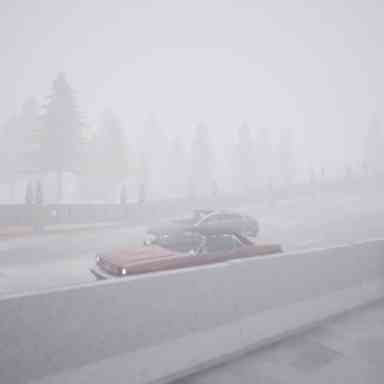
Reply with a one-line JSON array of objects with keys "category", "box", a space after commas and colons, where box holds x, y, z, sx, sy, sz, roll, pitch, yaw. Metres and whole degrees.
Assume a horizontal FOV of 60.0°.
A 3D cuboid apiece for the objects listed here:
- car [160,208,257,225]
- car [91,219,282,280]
[{"category": "car", "box": [0.493, 1.432, 12.917, 4.902, 1.511, 2.128, -2, 1, -35]}, {"category": "car", "box": [0.015, 1.600, 8.289, 4.718, 1.301, 1.895, -1, 0, -35]}]
